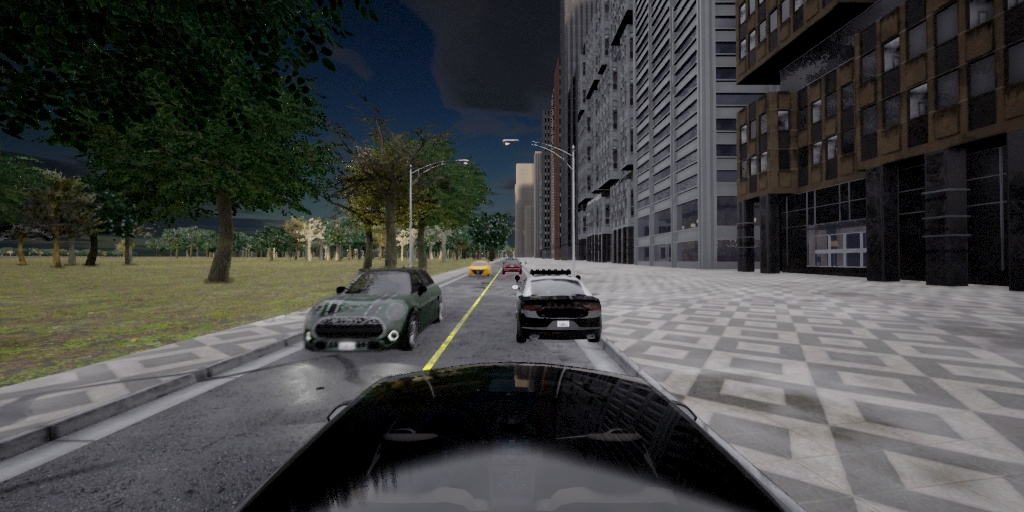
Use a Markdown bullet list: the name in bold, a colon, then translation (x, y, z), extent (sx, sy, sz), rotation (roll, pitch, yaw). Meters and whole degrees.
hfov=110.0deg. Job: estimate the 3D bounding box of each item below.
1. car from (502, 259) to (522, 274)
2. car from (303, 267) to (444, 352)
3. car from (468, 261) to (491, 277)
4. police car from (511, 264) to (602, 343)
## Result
- **car**: translation (0.017, 1.063, 39.647), extent (2.097, 1.767, 4.553), rotation (0, 0, 0)
- **car**: translation (-3.112, 1.102, 9.000), extent (2.097, 1.767, 4.553), rotation (0, 0, 0)
- **car**: translation (-3.052, 1.199, 34.567), extent (1.882, 1.535, 5.008), rotation (0, 0, 0)
- **police car**: translation (1.038, 1.174, 9.859), extent (1.930, 1.638, 5.238), rotation (0, 0, 0)
